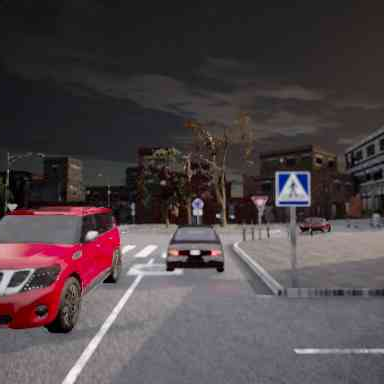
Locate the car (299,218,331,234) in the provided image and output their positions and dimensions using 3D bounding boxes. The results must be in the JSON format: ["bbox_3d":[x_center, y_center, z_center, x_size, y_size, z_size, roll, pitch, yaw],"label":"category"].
[{"bbox_3d":[10.944,2.930,29.336,1.895,1.301,4.718,-2,-5,31],"label":"car"}]

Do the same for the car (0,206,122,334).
[{"bbox_3d":[-3.060,1.354,7.340,2.150,2.045,5.566,0,-2,0],"label":"car"}]

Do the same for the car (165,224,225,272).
[{"bbox_3d":[0.132,1.827,11.717,2.033,1.411,5.357,0,-2,1],"label":"car"}]
